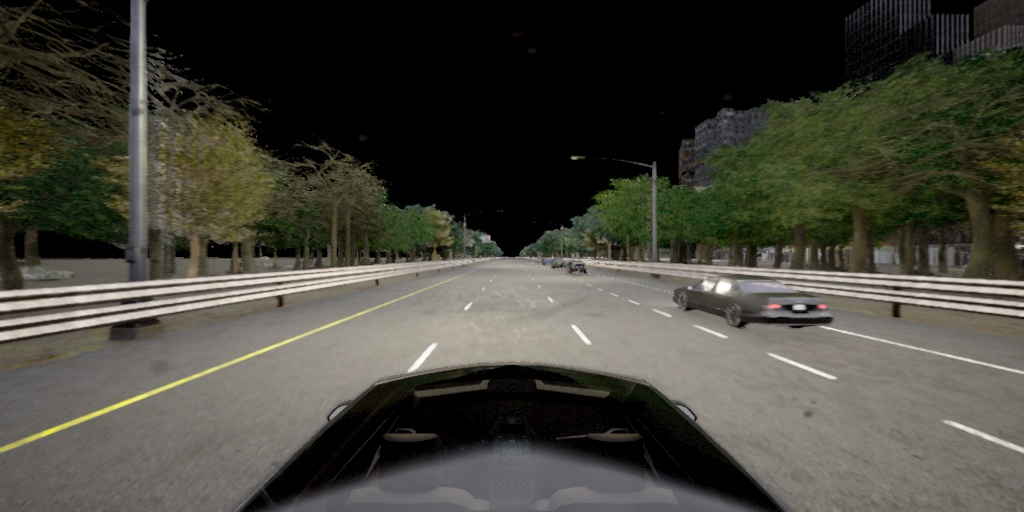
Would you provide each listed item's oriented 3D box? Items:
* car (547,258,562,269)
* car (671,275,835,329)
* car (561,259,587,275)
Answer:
[{"bbox_3d":[7.118,1.114,56.113,2.097,1.767,4.553,0,0,0],"label":"car"},{"bbox_3d":[7.007,1.302,11.256,2.033,1.411,5.357,0,0,0],"label":"car"},{"bbox_3d":[7.075,1.267,40.151,1.837,1.490,4.892,0,0,0],"label":"car"}]
